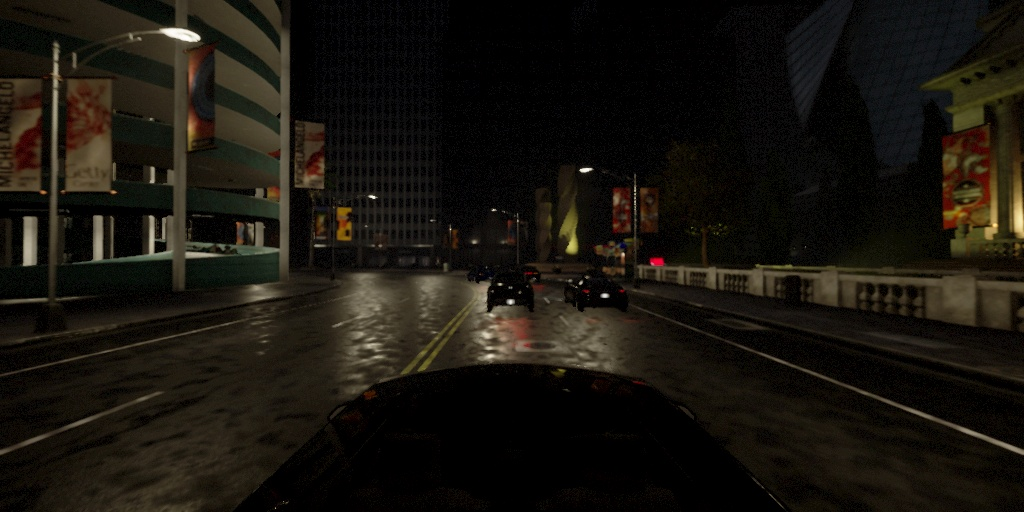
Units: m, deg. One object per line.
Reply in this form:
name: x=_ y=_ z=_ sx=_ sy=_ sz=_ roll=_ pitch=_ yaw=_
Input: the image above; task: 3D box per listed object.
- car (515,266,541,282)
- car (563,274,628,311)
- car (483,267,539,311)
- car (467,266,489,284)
car: x=0.913 y=1.583 z=31.551 sx=1.837 sy=1.490 sz=4.892 roll=0 pitch=0 yaw=-20
car: x=3.413 y=1.463 z=15.271 sx=1.994 sy=1.385 sz=4.181 roll=0 pitch=-1 yaw=-1
car: x=-0.082 y=1.406 z=15.338 sx=1.837 sy=1.490 sz=4.892 roll=0 pitch=0 yaw=-1
car: x=-2.585 y=1.594 z=30.912 sx=1.812 sy=1.442 sz=4.674 roll=0 pitch=0 yaw=-20
